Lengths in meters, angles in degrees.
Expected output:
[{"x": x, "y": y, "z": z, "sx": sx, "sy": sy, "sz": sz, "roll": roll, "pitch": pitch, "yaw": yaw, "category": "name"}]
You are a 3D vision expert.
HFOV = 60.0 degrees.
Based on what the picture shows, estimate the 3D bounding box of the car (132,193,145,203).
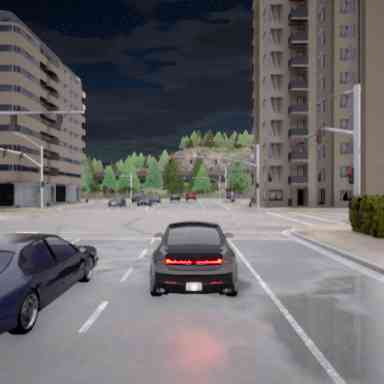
[{"x": -10.632, "y": 1.161, "z": 66.771, "sx": 2.150, "sy": 2.045, "sz": 5.566, "roll": 0, "pitch": 0, "yaw": 0, "category": "car"}]

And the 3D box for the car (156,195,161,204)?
[{"x": -7.163, "y": 1.293, "z": 63.836, "sx": 2.097, "sy": 1.767, "sz": 4.553, "roll": 0, "pitch": 0, "yaw": 0, "category": "car"}]

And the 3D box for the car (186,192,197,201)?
[{"x": -0.141, "y": 0.996, "z": 73.091, "sx": 2.150, "sy": 2.045, "sz": 5.566, "roll": 0, "pitch": 0, "yaw": 0, "category": "car"}]

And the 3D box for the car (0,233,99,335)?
[{"x": -3.463, "y": 1.541, "z": 6.637, "sx": 2.033, "sy": 1.411, "sz": 5.357, "roll": 0, "pitch": 0, "yaw": 0, "category": "car"}]

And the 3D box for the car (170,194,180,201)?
[{"x": -3.641, "y": 1.126, "z": 73.024, "sx": 2.097, "sy": 1.767, "sz": 4.553, "roll": 0, "pitch": 0, "yaw": 0, "category": "car"}]

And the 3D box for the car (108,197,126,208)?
[{"x": -10.676, "y": 1.445, "z": 47.625, "sx": 2.128, "sy": 1.511, "sz": 4.902, "roll": 0, "pitch": 0, "yaw": 0, "category": "car"}]

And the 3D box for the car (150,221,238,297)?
[{"x": 0.047, "y": 1.497, "z": 8.567, "sx": 1.837, "sy": 1.490, "sz": 4.892, "roll": 0, "pitch": 0, "yaw": 0, "category": "car"}]

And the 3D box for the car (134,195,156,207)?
[{"x": -7.172, "y": 1.517, "z": 50.985, "sx": 1.994, "sy": 1.385, "sz": 4.181, "roll": 0, "pitch": 0, "yaw": 0, "category": "car"}]
